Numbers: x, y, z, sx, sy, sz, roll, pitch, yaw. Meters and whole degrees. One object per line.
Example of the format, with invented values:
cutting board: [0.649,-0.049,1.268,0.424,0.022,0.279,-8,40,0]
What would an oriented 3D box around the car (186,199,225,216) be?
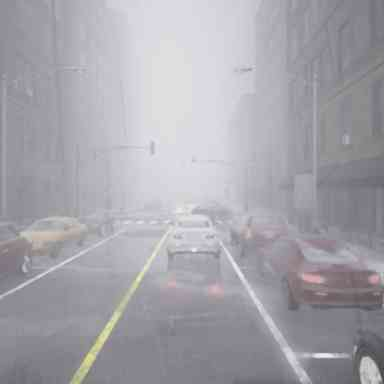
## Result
car: [1.676,1.613,26.797,1.882,1.535,5.008,-1,-1,26]

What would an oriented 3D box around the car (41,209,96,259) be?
car: [-5.425,1.591,12.894,1.752,1.417,4.829,0,0,0]

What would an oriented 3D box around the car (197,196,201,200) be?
car: [2.424,1.918,68.423,1.802,1.307,4.206,0,0,0]

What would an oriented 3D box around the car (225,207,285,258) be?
car: [2.599,1.506,13.099,1.967,1.590,4.097,0,0,0]

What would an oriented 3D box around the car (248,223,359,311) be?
car: [2.617,1.621,7.579,1.802,1.307,4.206,0,0,0]

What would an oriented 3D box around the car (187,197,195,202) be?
car: [-0.269,1.948,85.851,1.895,1.301,4.718,0,0,0]

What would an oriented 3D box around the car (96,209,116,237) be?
car: [-5.443,1.644,18.583,2.008,1.369,4.403,0,0,0]

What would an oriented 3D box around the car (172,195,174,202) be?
car: [-5.619,1.926,74.073,1.947,1.339,4.313,0,0,0]

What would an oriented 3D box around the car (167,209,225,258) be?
car: [0.059,1.590,12.863,1.812,1.442,4.674,0,0,0]

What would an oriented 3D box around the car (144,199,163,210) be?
car: [-5.529,1.778,45.664,2.008,1.369,4.403,0,0,0]

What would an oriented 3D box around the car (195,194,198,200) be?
car: [2.406,1.675,74.105,2.192,1.841,5.009,0,0,0]

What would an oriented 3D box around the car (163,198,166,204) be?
car: [-5.547,1.800,51.345,1.887,1.381,4.507,0,0,0]

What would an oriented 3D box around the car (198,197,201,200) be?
car: [2.460,1.865,57.060,1.802,1.307,4.206,0,0,0]

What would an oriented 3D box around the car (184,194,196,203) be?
car: [-0.237,1.719,75.790,2.097,1.767,4.553,0,0,0]

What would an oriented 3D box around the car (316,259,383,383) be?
car: [2.634,1.562,2.061,2.008,1.369,4.403,0,0,0]

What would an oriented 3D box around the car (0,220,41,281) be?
car: [-5.409,1.479,7.547,1.967,1.590,4.097,0,0,0]

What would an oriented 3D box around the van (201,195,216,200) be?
van: [2.496,1.569,45.699,1.690,1.788,3.998,0,0,0]

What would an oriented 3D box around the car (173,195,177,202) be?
car: [-5.655,1.975,85.436,1.947,1.339,4.313,0,0,0]

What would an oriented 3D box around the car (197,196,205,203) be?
car: [2.370,1.849,85.467,1.967,1.590,4.097,0,0,0]

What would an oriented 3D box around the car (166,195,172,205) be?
car: [-5.601,1.861,68.221,1.752,1.417,4.829,0,0,0]
